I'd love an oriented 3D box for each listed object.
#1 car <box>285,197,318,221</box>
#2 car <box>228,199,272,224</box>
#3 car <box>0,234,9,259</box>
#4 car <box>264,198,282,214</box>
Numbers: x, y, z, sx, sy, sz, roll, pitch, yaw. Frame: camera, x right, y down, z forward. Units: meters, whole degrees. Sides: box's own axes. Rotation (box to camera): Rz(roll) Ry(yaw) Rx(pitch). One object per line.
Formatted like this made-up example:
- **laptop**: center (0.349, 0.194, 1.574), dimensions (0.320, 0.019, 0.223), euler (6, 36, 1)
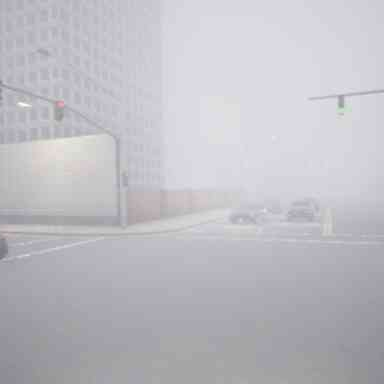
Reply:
- **car**: center (8.396, 1.351, 25.501), dimensions (1.837, 1.490, 4.892), euler (-1, 0, 23)
- **car**: center (4.262, 1.477, 24.663), dimensions (2.033, 1.411, 5.357), euler (-1, 0, 22)
- **car**: center (-8.414, 1.706, 11.592), dimensions (4.181, 1.385, 1.994), euler (-1, 0, 28)
- **car**: center (7.880, 1.355, 33.384), dimensions (1.837, 1.490, 4.892), euler (-1, 0, 23)
